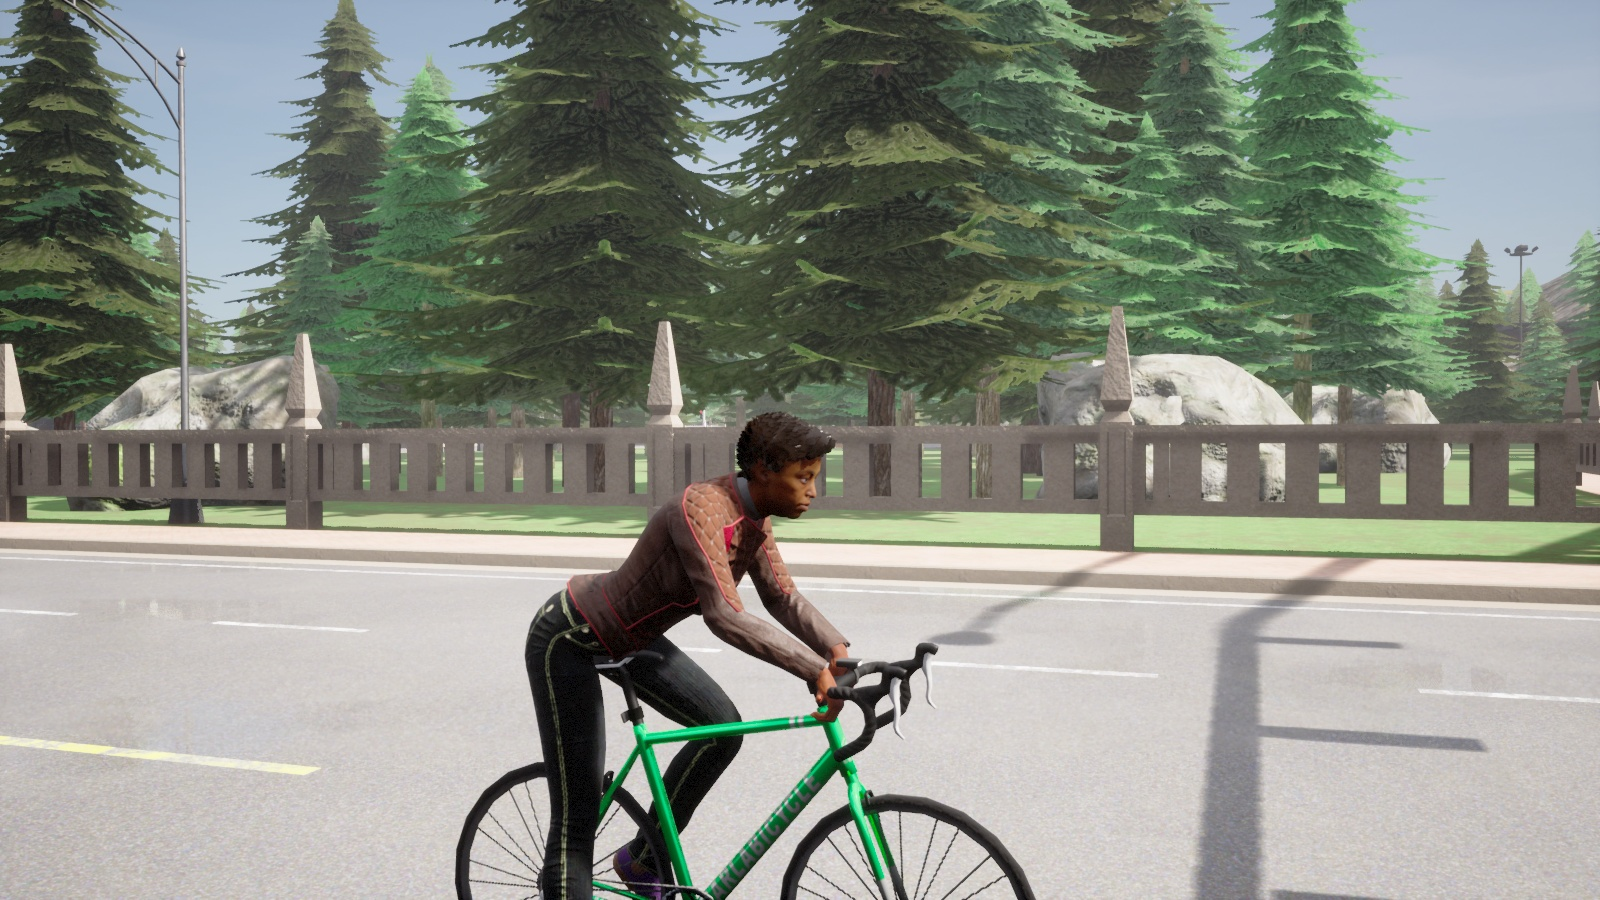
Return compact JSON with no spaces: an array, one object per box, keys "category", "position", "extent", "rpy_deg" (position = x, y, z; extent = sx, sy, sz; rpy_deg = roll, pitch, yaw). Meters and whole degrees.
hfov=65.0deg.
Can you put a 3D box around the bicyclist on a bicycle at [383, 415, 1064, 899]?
[{"category":"bicyclist on a bicycle","position":[-0.200,0.726,3.259],"extent":[1.656,1.620,0.582],"rpy_deg":[1,1,19]}]
